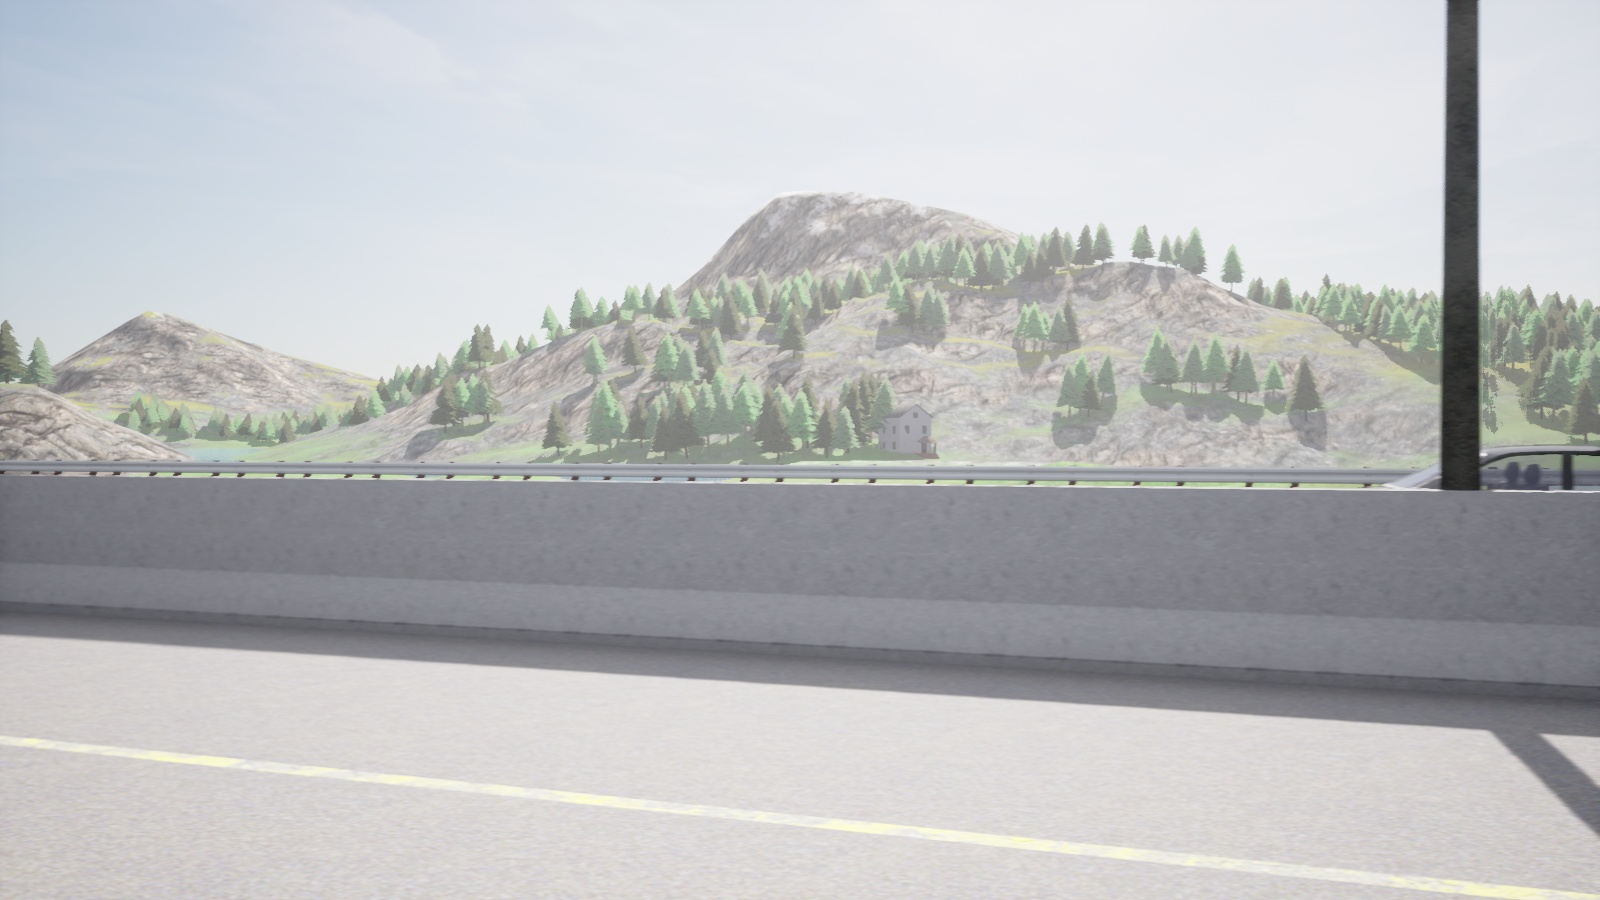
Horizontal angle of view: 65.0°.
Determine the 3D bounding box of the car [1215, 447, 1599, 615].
[{"bbox_3d":[6.795,0.708,11.981,5.357,1.411,2.033,1,1,19],"label":"car"}]
